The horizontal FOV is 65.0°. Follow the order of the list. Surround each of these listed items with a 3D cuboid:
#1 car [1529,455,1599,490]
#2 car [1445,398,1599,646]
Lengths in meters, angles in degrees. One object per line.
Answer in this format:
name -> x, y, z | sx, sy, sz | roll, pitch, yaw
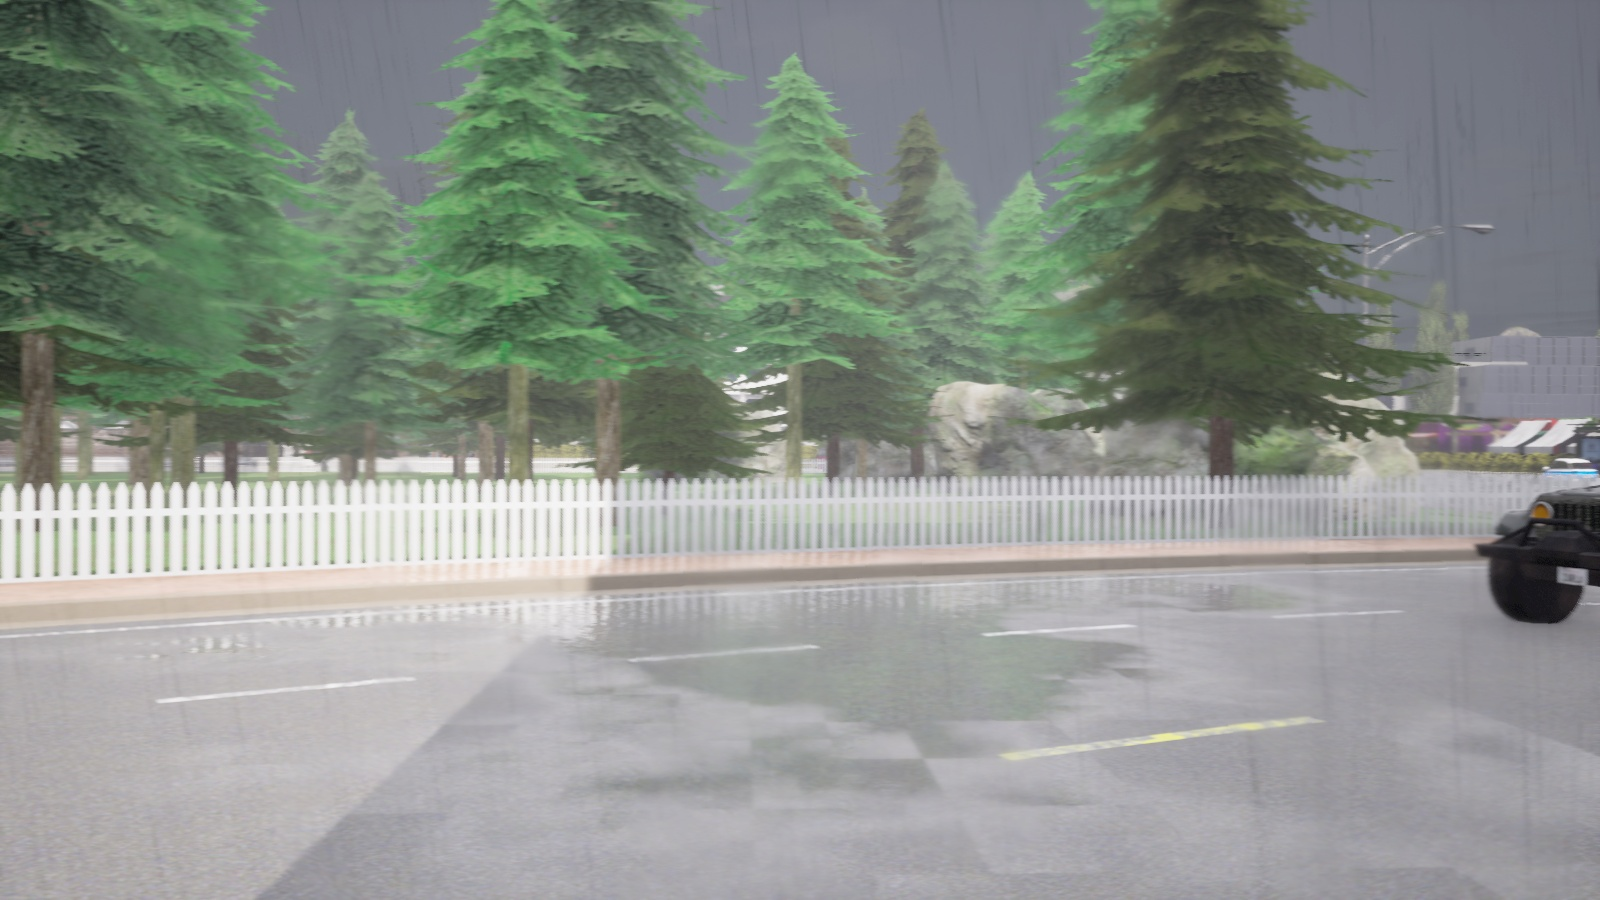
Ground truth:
car -> 30.553, 0.882, 50.169 | 1.481, 1.376, 2.207 | 0, 0, -3
car -> 7.764, 0.544, 10.569 | 3.866, 1.878, 1.905 | 0, 0, -15
